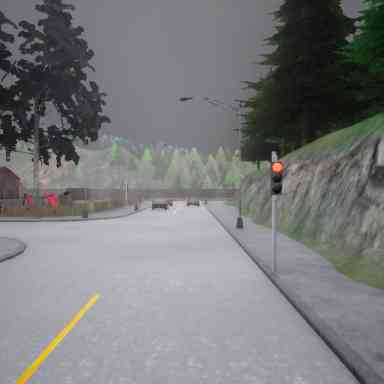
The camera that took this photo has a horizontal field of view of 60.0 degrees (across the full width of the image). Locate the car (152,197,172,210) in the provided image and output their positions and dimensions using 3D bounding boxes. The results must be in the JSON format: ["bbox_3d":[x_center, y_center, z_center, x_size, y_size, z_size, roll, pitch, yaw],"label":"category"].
[{"bbox_3d":[-4.040,1.478,42.853,1.882,1.535,5.008,0,0,0],"label":"car"}]

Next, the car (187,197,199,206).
[{"bbox_3d":[0.171,1.564,55.242,1.994,1.385,4.181,0,0,0],"label":"car"}]
